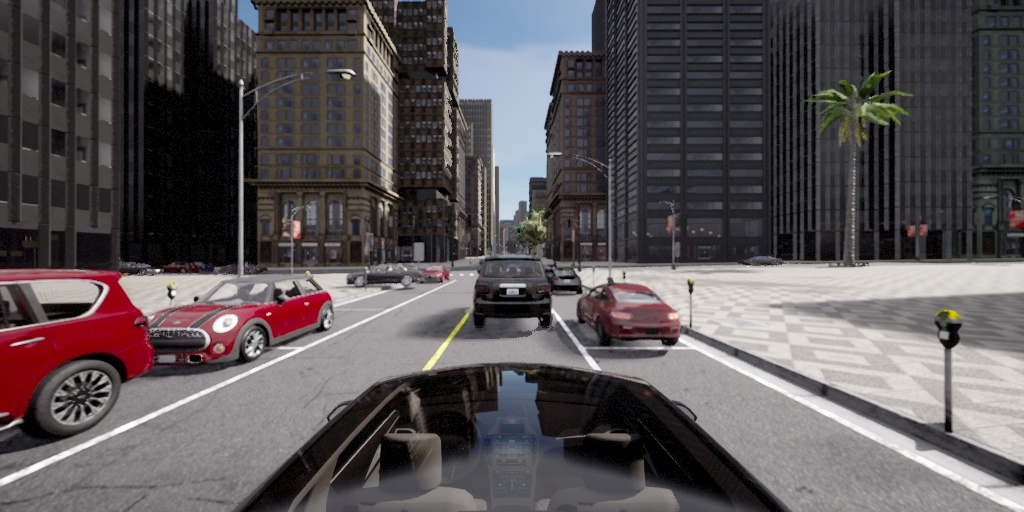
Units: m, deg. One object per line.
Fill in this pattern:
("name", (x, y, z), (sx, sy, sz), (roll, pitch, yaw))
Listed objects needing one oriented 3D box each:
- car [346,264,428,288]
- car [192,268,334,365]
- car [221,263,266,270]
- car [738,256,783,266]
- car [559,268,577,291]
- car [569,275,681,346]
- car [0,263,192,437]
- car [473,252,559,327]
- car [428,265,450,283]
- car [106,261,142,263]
("car", (-7.503, 1.125, 21.396), (4.403, 1.370, 2.007), (0, 0, -9))
("car", (-5.766, 1.190, 7.985), (1.967, 1.591, 4.097), (0, 0, 0))
("car", (-35.022, 1.633, 46.899), (5.357, 1.411, 2.033), (-1, 0, 0))
("car", (34.729, 0.695, 50.171), (5.357, 1.411, 2.033), (-1, 0, 0))
("car", (2.752, 1.306, 19.950), (1.948, 1.339, 4.313), (0, 0, 0))
("car", (2.758, 1.332, 9.147), (1.802, 1.307, 4.207), (0, 0, 0))
("car", (-5.763, 1.065, 2.683), (2.192, 1.841, 5.009), (0, 0, 0))
("car", (0.009, 0.972, 11.646), (2.150, 2.045, 5.566), (0, 0, 0))
("car", (-5.778, 1.308, 27.316), (1.802, 1.307, 4.207), (0, 0, 0))
("car", (-45.616, 1.688, 43.710), (4.902, 1.511, 2.128), (-1, 0, 1))
